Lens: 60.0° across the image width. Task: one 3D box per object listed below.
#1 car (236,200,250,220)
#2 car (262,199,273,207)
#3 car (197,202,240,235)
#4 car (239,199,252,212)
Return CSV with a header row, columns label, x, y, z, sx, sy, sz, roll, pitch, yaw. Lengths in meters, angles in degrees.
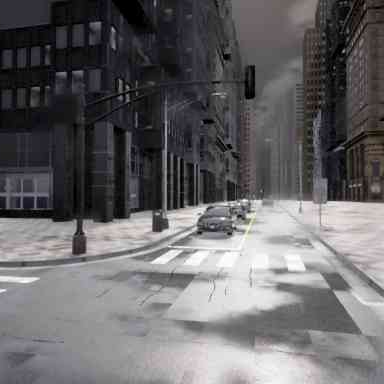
label,x,y,z,sx,sy,sz,roll,pitch,yaw
car,3.674,1.637,28.878,1.994,1.385,4.181,0,0,13
car,13.088,1.838,57.545,1.895,1.301,4.718,0,-1,12
car,1.527,1.545,19.155,1.837,1.490,4.892,0,0,12
car,5.932,1.610,38.893,2.128,1.511,4.902,0,0,13
